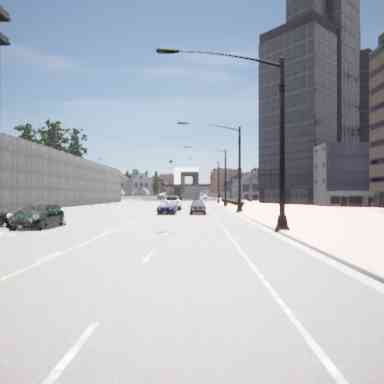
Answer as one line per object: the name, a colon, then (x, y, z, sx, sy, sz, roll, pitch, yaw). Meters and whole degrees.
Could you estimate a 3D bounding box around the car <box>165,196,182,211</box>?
car: (-2.699, 1.569, 47.503, 2.150, 2.045, 5.566, 0, 0, 1)

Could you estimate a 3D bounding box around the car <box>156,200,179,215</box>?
car: (-2.836, 1.877, 37.686, 1.895, 1.301, 4.718, 0, 0, 1)

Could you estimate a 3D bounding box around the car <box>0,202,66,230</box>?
car: (-10.206, 1.511, 22.075, 2.097, 1.767, 4.553, 0, 0, 1)

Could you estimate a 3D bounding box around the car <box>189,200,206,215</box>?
car: (0.671, 1.825, 37.841, 2.033, 1.411, 5.357, 0, 0, 1)

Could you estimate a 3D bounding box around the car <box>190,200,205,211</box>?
car: (0.817, 1.903, 48.462, 2.033, 1.411, 5.357, 0, 0, 1)
